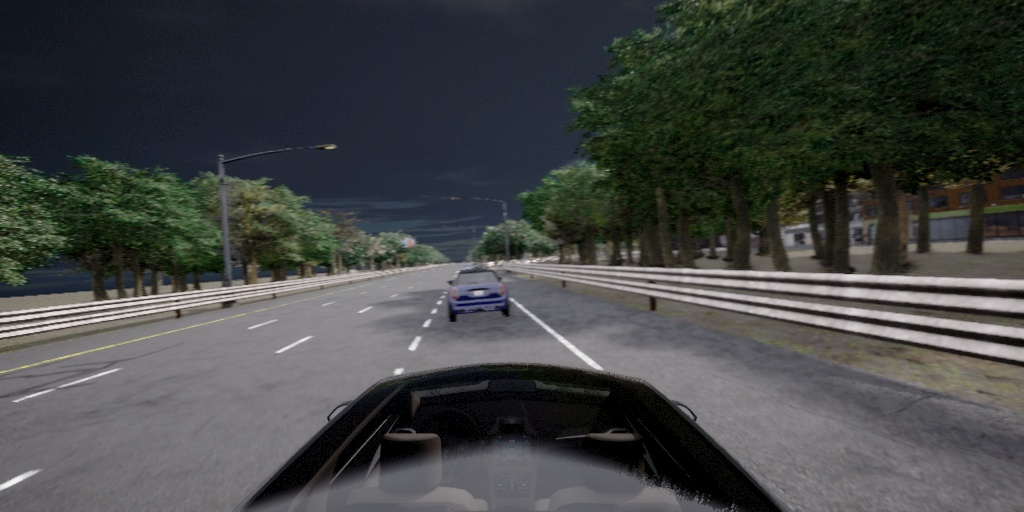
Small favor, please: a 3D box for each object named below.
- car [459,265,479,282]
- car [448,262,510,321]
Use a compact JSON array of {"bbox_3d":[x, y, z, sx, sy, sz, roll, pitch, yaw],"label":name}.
[{"bbox_3d":[-4.691,1.790,38.754,1.882,1.535,5.008,-4,0,-8],"label":"car"},{"bbox_3d":[-1.379,1.273,13.892,2.097,1.767,4.553,-4,0,-8],"label":"car"}]
